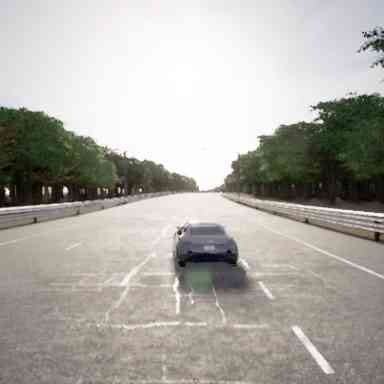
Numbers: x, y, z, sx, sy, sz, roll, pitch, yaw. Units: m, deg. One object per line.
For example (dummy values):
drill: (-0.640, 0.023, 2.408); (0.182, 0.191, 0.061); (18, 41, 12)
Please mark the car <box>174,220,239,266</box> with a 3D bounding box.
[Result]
car: (0.391, 1.694, 12.095); (1.994, 1.385, 4.181); (0, -1, -4)
